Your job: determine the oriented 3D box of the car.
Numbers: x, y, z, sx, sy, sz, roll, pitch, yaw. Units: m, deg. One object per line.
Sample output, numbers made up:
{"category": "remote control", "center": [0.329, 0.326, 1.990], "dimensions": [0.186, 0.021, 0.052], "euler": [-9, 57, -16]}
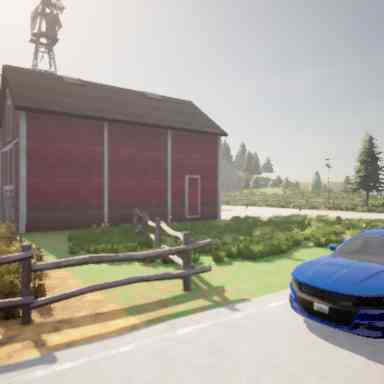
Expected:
{"category": "car", "center": [3.979, 1.472, 6.445], "dimensions": [5.008, 1.535, 1.882], "euler": [0, 0, -35]}
